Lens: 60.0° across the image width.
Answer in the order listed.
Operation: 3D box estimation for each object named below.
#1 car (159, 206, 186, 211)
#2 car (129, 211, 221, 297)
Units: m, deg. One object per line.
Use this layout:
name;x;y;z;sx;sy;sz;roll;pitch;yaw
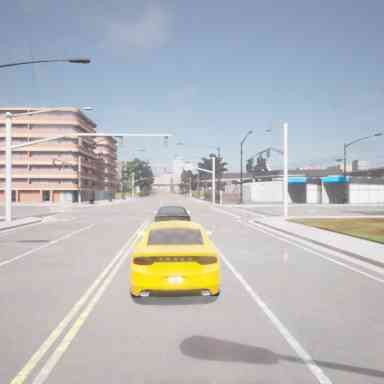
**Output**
car;-1.076;1.478;18.190;1.882;1.535;5.008;0;0;-4
car;-0.441;1.478;8.630;1.882;1.535;5.008;0;0;-3
